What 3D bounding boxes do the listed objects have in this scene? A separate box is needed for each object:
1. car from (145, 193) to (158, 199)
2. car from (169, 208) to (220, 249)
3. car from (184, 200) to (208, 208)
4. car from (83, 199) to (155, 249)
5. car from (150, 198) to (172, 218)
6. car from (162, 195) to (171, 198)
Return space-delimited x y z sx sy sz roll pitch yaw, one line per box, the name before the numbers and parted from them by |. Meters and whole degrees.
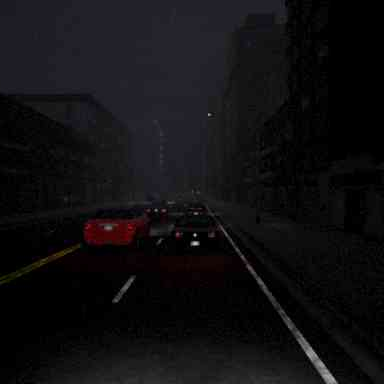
car | -8.825 1.140 72.655 2.150 2.045 5.566 0 0 1
car | 0.155 1.615 14.565 1.895 1.301 4.718 0 0 1
car | 0.353 1.514 29.533 1.837 1.490 4.892 0 0 1
car | -3.096 1.365 14.548 2.097 1.767 4.553 0 0 1
car | -2.896 1.560 29.576 2.033 1.411 5.357 0 0 1
car | -5.575 1.414 72.643 1.837 1.490 4.892 0 0 1
